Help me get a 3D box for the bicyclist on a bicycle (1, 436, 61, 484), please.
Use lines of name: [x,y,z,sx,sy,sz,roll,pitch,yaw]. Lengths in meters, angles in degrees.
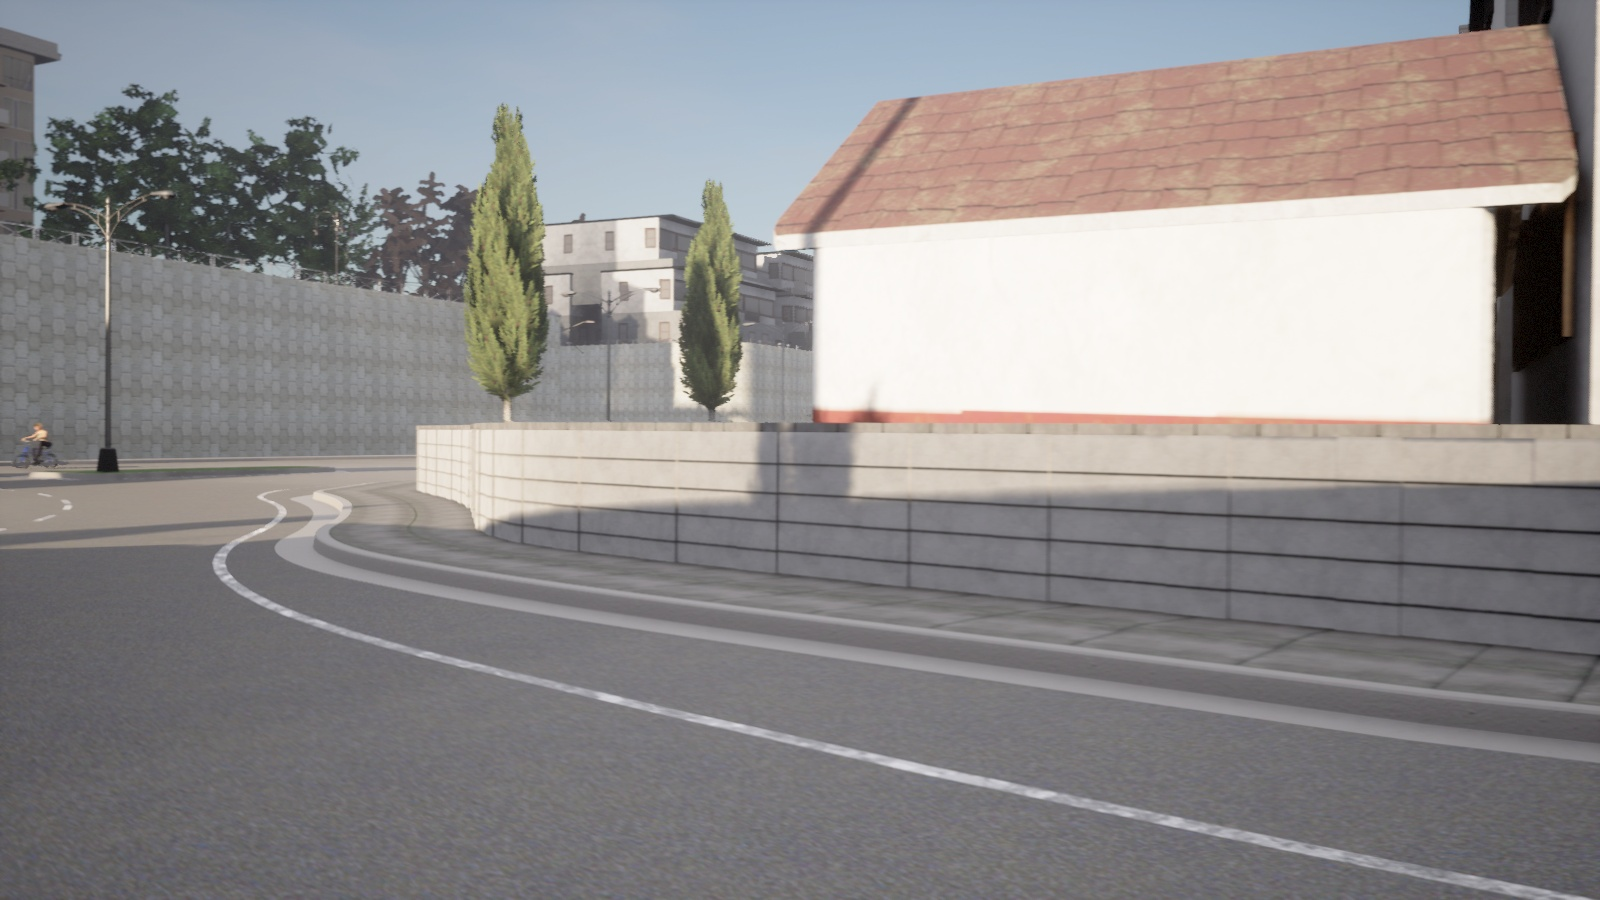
bicyclist on a bicycle: [-26.449,0.344,43.192,0.866,1.612,1.509,0,1,29]
